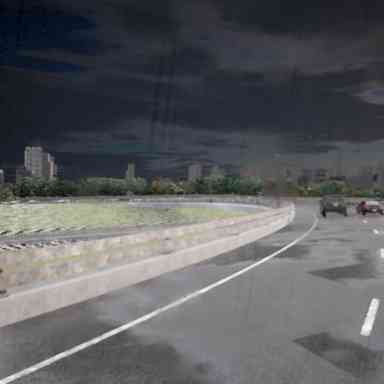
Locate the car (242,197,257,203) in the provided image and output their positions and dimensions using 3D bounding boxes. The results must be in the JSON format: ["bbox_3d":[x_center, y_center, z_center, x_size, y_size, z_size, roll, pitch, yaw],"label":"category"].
[{"bbox_3d":[15.724,2.268,87.135,1.895,1.301,4.718,-1,-1,-15],"label":"car"}]

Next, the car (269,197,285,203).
[{"bbox_3d":[22.598,2.031,88.524,1.882,1.535,5.008,-1,-1,-15],"label":"car"}]

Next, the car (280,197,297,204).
[{"bbox_3d":[21.566,1.928,73.613,2.128,1.511,4.902,-1,-1,-7],"label":"car"}]

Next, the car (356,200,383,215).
[{"bbox_3d":[17.735,1.545,33.288,1.812,1.442,4.674,-1,0,17],"label":"car"}]

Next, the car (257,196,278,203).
[{"bbox_3d":[17.619,1.882,77.184,2.097,1.767,4.553,-1,-1,-10],"label":"car"}]

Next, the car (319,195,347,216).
[{"bbox_3d":[14.064,1.319,33.223,2.150,2.045,5.566,-1,0,18],"label":"car"}]

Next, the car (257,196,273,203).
[{"bbox_3d":[19.206,1.966,87.649,2.097,1.767,4.553,-1,-1,-15],"label":"car"}]
